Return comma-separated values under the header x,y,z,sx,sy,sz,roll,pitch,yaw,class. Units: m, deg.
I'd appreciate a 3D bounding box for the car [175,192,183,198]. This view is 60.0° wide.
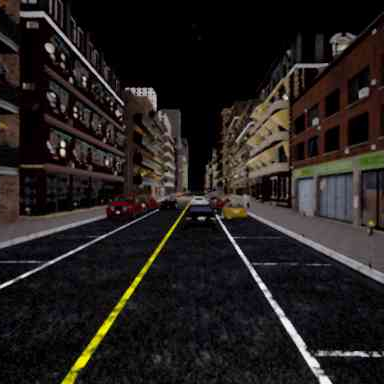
x,y,z,sx,sy,sz,roll,pitch,yaw,class
-3.695,0.835,93.582,1.887,1.381,4.507,0,0,1,car

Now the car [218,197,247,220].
x,y,z,sx,sy,sz,roll,pitch,yaw,class
3.229,1.348,25.950,1.752,1.417,4.829,0,0,1,car

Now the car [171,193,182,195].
x,y,z,sx,sy,sz,roll,pitch,yaw,class
-4.059,0.967,76.677,2.008,1.369,4.403,0,0,1,car

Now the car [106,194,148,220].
x,y,z,sx,sy,sz,roll,pitch,yaw,class
-5.151,1.104,25.963,2.192,1.841,5.009,0,0,1,car

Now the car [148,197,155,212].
x,y,z,sx,sy,sz,roll,pitch,yaw,class
-5.031,1.188,31.598,1.967,1.590,4.097,0,0,1,car

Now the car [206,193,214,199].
x,y,z,sx,sy,sz,roll,pitch,yaw,class
4.445,0.933,82.297,1.752,1.417,4.829,0,0,1,car

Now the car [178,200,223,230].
x,y,z,sx,sy,sz,roll,pitch,yaw,class
0.504,1.405,19.734,2.033,1.411,5.357,0,0,1,car

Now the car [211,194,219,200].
x,y,z,sx,sy,sz,roll,pitch,yaw,class
3.469,1.287,37.050,1.887,1.381,4.507,0,0,1,car

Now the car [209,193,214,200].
x,y,z,sx,sy,sz,roll,pitch,yaw,class
3.955,1.127,59.588,2.008,1.369,4.403,0,0,1,car

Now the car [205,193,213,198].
x,y,z,sx,sy,sz,roll,pitch,yaw,class
4.562,0.933,87.763,1.947,1.339,4.313,0,0,1,car

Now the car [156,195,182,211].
x,y,z,sx,sy,sz,roll,pitch,yaw,class
-2.277,1.295,35.388,1.994,1.385,4.181,0,0,2,car

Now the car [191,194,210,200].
x,y,z,sx,sy,sz,roll,pitch,yaw,class
0.790,1.252,37.625,1.812,1.442,4.674,0,0,1,car

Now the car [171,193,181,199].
x,y,z,sx,sy,sz,roll,pitch,yaw,class
-3.938,0.925,82.312,2.008,1.369,4.403,0,0,1,car
